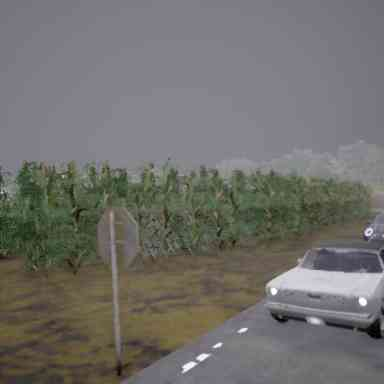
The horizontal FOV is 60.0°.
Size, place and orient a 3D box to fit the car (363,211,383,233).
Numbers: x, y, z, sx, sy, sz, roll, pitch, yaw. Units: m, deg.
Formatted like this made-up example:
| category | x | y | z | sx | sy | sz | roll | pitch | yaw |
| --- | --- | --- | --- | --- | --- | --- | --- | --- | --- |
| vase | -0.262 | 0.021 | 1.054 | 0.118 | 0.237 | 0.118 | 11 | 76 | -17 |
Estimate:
| category | x | y | z | sx | sy | sz | roll | pitch | yaw |
| --- | --- | --- | --- | --- | --- | --- | --- | --- | --- |
| car | 9.331 | 1.665 | 15.285 | 2.097 | 1.767 | 4.553 | -5 | -3 | 37 |

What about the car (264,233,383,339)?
| category | x | y | z | sx | sy | sz | roll | pitch | yaw |
| --- | --- | --- | --- | --- | --- | --- | --- | --- | --- |
| car | 3.324 | 1.835 | 7.245 | 1.895 | 1.301 | 4.718 | -5 | -3 | 37 |
